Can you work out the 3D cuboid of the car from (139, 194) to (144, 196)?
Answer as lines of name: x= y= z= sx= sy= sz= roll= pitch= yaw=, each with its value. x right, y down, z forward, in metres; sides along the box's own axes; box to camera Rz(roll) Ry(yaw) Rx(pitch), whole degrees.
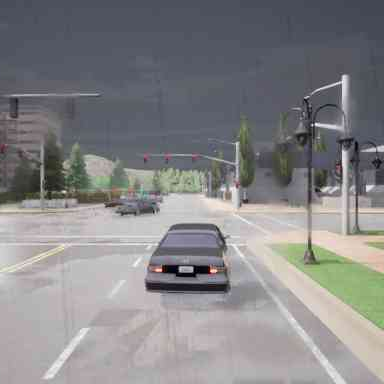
car: x=-10.508 y=1.547 z=65.263 sx=2.033 sy=1.411 sz=5.357 roll=0 pitch=0 yaw=1

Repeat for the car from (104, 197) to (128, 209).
car: x=-10.572 y=1.601 z=45.531 sx=1.895 sy=1.301 sz=4.718 roll=0 pitch=0 yaw=0

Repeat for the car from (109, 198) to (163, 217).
car: x=-5.188 y=1.547 z=31.907 sx=2.033 sy=1.411 sz=5.357 roll=0 pitch=0 yaw=25

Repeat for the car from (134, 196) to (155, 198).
car: x=-7.064 y=1.601 z=48.797 sx=1.895 sy=1.301 sz=4.718 roll=0 pitch=0 yaw=0

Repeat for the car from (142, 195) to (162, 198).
car: x=-7.051 y=1.547 z=58.442 sx=2.033 sy=1.411 sz=5.357 roll=0 pitch=0 yaw=0

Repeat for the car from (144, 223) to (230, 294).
car: x=0.059 y=1.547 z=8.951 sx=2.033 sy=1.411 sz=5.357 roll=0 pitch=0 yaw=4

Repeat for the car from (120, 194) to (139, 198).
car: x=-10.565 y=1.491 z=54.798 sx=2.128 sy=1.511 sz=4.902 roll=0 pitch=0 yaw=0
